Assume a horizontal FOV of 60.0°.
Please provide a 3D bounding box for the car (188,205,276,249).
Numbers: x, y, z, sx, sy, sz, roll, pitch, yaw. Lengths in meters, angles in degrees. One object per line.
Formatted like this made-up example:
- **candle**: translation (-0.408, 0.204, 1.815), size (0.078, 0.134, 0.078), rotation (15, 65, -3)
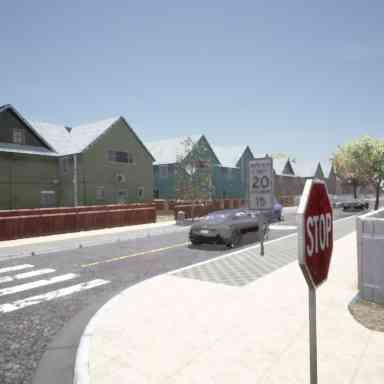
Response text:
- **car**: translation (1.680, 1.460, 14.208), size (1.994, 1.385, 4.181), rotation (-2, -1, 37)

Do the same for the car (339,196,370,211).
- **car**: translation (17.546, 1.307, 35.395), size (1.895, 1.301, 4.718), rotation (-2, -1, 37)

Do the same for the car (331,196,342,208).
- **car**: translation (19.149, 1.237, 42.304), size (2.128, 1.511, 4.902), rotation (-2, -1, 37)

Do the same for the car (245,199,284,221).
- **car**: translation (4.640, 1.250, 23.088), size (2.097, 1.767, 4.553), rotation (-2, -1, 37)
